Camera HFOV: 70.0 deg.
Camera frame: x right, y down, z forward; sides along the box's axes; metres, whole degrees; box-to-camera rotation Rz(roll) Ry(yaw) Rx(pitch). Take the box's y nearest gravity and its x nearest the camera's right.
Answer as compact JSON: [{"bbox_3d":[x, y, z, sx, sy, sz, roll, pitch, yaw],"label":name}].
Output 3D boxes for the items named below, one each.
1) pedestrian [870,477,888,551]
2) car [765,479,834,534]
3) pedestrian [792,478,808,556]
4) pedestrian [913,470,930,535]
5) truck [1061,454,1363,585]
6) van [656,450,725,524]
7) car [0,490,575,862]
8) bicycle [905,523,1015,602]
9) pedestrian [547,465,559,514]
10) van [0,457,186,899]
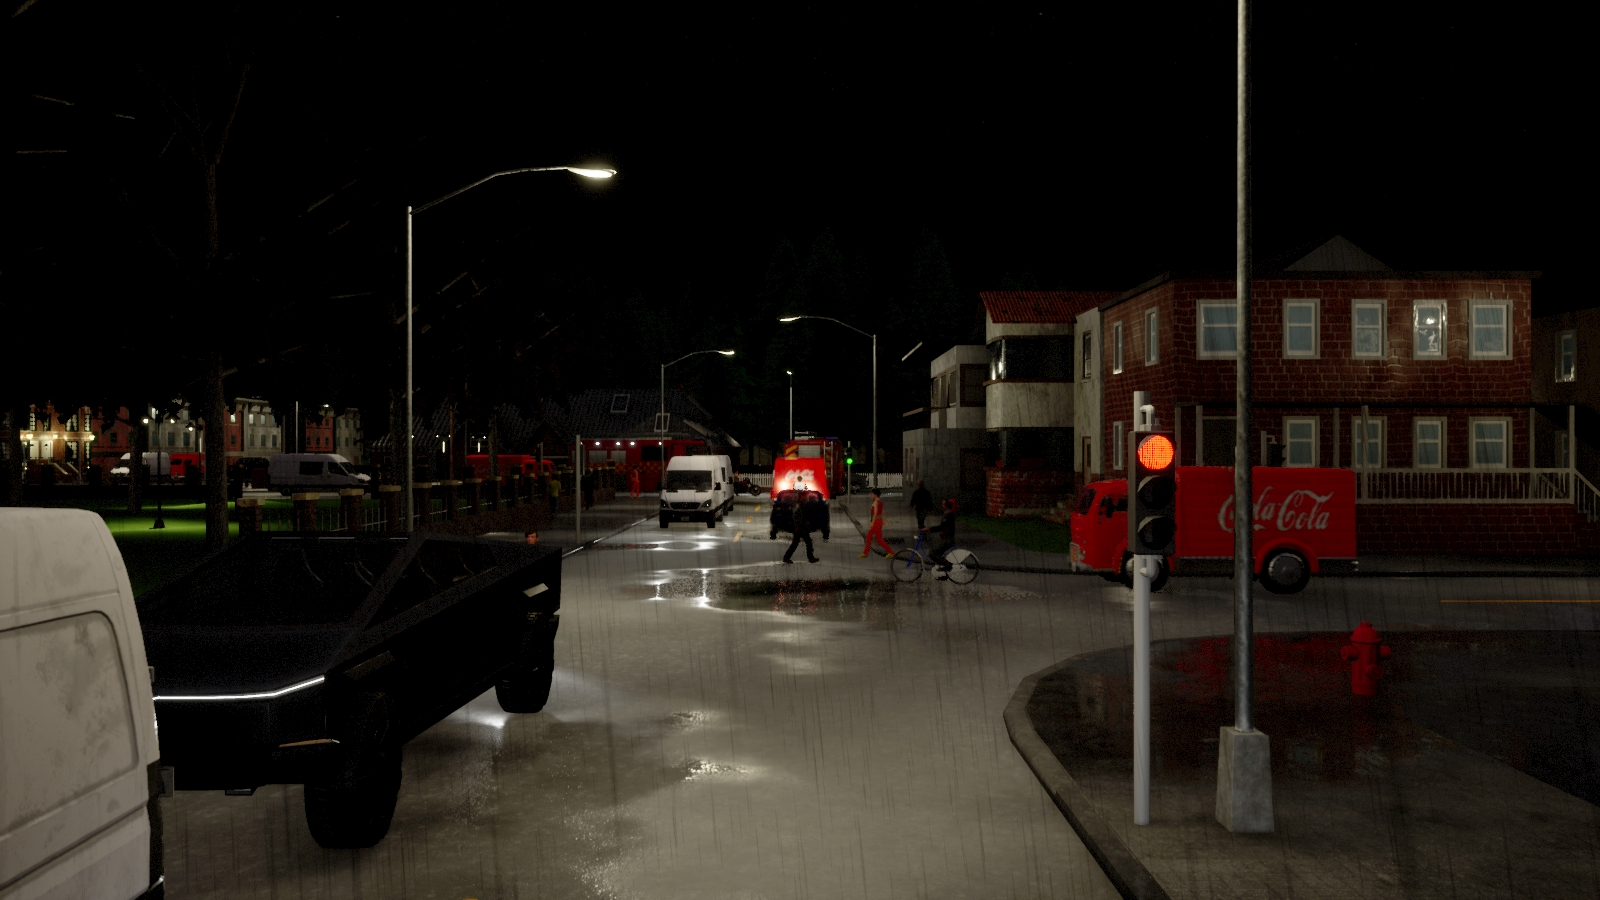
[{"bbox_3d":[2.014,1.616,29.137,0.375,1.860,0.375,0,0,16],"label":"pedestrian"},{"bbox_3d":[-0.014,1.798,37.538,2.097,1.535,5.006,0,0,0],"label":"car"},{"bbox_3d":[-0.004,1.617,27.691,0.375,1.860,0.375,0,0,-1],"label":"pedestrian"},{"bbox_3d":[3.518,1.502,32.983,0.375,1.860,0.375,0,0,26],"label":"pedestrian"},{"bbox_3d":[8.173,1.340,23.184,5.204,2.467,2.627,0,0,1],"label":"truck"},{"bbox_3d":[-4.007,1.296,42.666,1.988,2.561,5.915,0,0,0],"label":"van"},{"bbox_3d":[-4.002,1.529,10.345,2.390,2.098,6.274,0,0,3],"label":"car"},{"bbox_3d":[2.751,1.931,19.654,1.835,1.271,0.329,1,0,12],"label":"bicycle"},{"bbox_3d":[-9.374,1.507,43.373,0.375,1.860,0.375,0,0,0],"label":"pedestrian"},{"bbox_3d":[-4.011,1.313,2.654,1.988,2.561,5.915,0,0,0],"label":"van"}]
